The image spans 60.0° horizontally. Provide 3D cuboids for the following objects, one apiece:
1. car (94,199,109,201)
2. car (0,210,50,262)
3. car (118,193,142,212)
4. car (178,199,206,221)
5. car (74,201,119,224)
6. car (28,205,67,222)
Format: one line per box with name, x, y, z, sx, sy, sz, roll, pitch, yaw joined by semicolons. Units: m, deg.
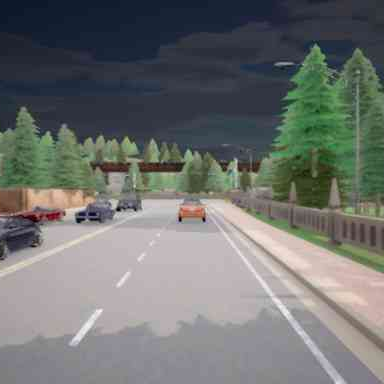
car;-10.584;1.536;38.539;2.033;1.411;5.357;0;0;0
car;-7.101;1.559;11.984;1.994;1.385;4.181;0;0;0
car;-7.092;1.208;38.145;2.150;2.045;5.566;0;0;-1
car;0.000;1.347;27.146;2.097;1.767;4.553;0;0;0
car;-7.097;1.593;24.731;1.895;1.301;4.718;0;0;0
car;-10.600;1.593;23.434;1.895;1.301;4.718;0;0;0
